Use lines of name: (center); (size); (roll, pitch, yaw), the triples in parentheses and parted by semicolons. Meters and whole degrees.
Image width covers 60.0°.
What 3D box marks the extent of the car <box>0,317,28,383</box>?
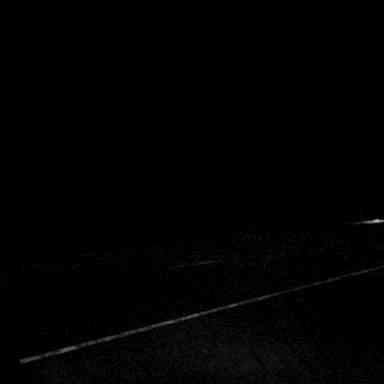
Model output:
car: (-3.639, 1.220, 1.150); (5.566, 2.045, 2.150); (0, 0, -35)
